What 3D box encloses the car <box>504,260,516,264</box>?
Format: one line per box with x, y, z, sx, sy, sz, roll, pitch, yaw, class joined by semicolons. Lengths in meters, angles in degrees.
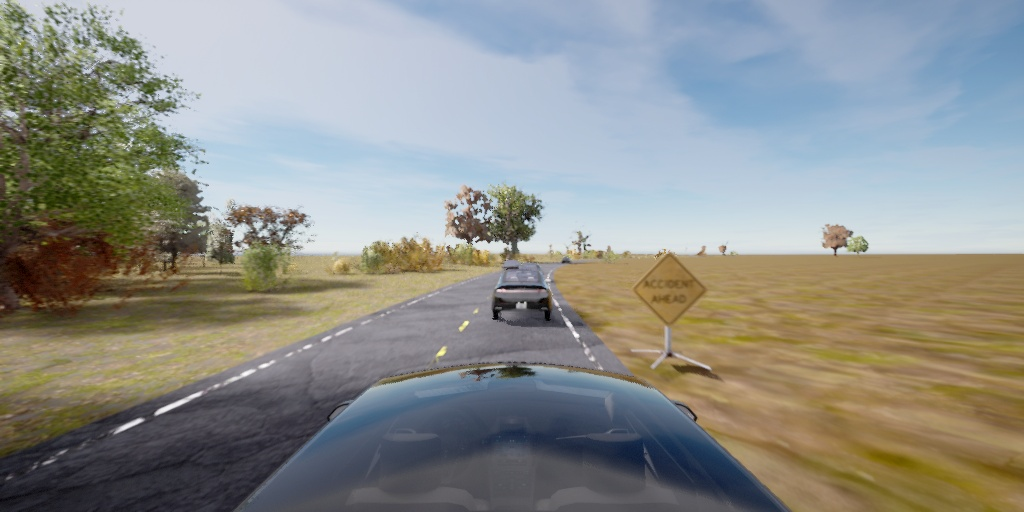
-0.005;1.169;42.880;2.033;1.411;5.357;0;0;8;car

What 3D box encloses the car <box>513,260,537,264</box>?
1.431;1.236;28.090;1.994;1.385;4.181;0;0;6;car

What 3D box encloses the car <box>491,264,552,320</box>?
0.369;1.210;12.603;2.128;1.511;4.902;0;0;3;car

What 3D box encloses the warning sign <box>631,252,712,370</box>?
2.686;0.857;6.170;1.300;1.860;1.060;0;0;1;warning sign
